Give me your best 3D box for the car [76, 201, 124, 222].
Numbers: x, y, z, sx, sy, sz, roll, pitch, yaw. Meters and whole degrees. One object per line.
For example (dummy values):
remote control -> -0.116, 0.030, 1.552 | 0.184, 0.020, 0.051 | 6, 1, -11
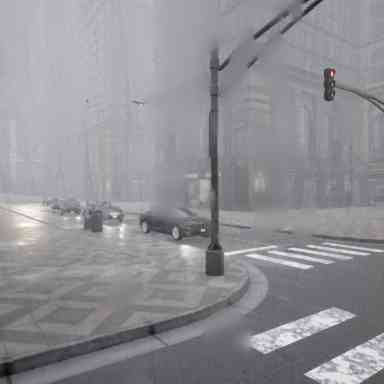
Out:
car -> -6.862, 1.480, 25.462 | 2.128, 1.511, 4.902 | 0, 0, -36

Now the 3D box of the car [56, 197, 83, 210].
car -> -16.401, 1.489, 44.262 | 2.033, 1.411, 5.357 | 0, 0, -35

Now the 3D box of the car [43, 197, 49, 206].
car -> -22.043, 1.446, 52.076 | 1.812, 1.442, 4.674 | 0, 0, -36

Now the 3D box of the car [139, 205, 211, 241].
car -> -0.947, 1.470, 17.175 | 1.882, 1.535, 5.008 | 0, 0, -36

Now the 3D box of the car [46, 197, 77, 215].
car -> -13.010, 1.518, 34.093 | 2.033, 1.411, 5.357 | 0, 0, -35
